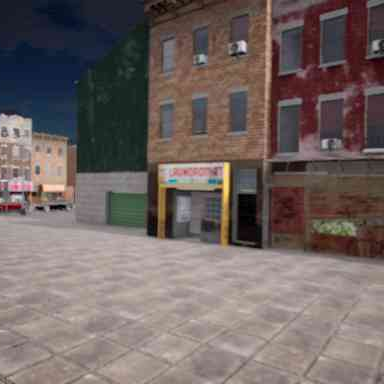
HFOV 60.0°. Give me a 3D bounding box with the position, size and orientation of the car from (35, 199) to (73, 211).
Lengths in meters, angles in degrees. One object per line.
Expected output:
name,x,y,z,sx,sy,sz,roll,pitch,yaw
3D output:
car,-16.106,1.499,38.940,1.947,1.339,4.313,1,0,36

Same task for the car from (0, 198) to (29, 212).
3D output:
car,-19.259,1.311,34.515,1.967,1.590,4.097,1,0,36
